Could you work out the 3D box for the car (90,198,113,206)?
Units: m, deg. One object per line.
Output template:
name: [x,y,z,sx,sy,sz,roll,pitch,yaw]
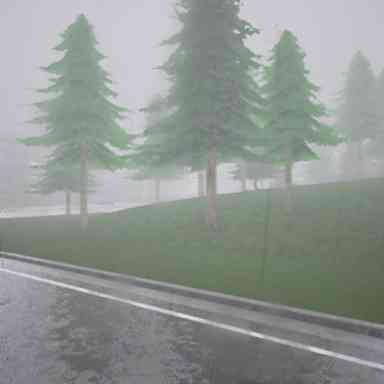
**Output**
car: [-18.074,1.945,66.445,2.097,1.767,4.553,-1,-1,35]
